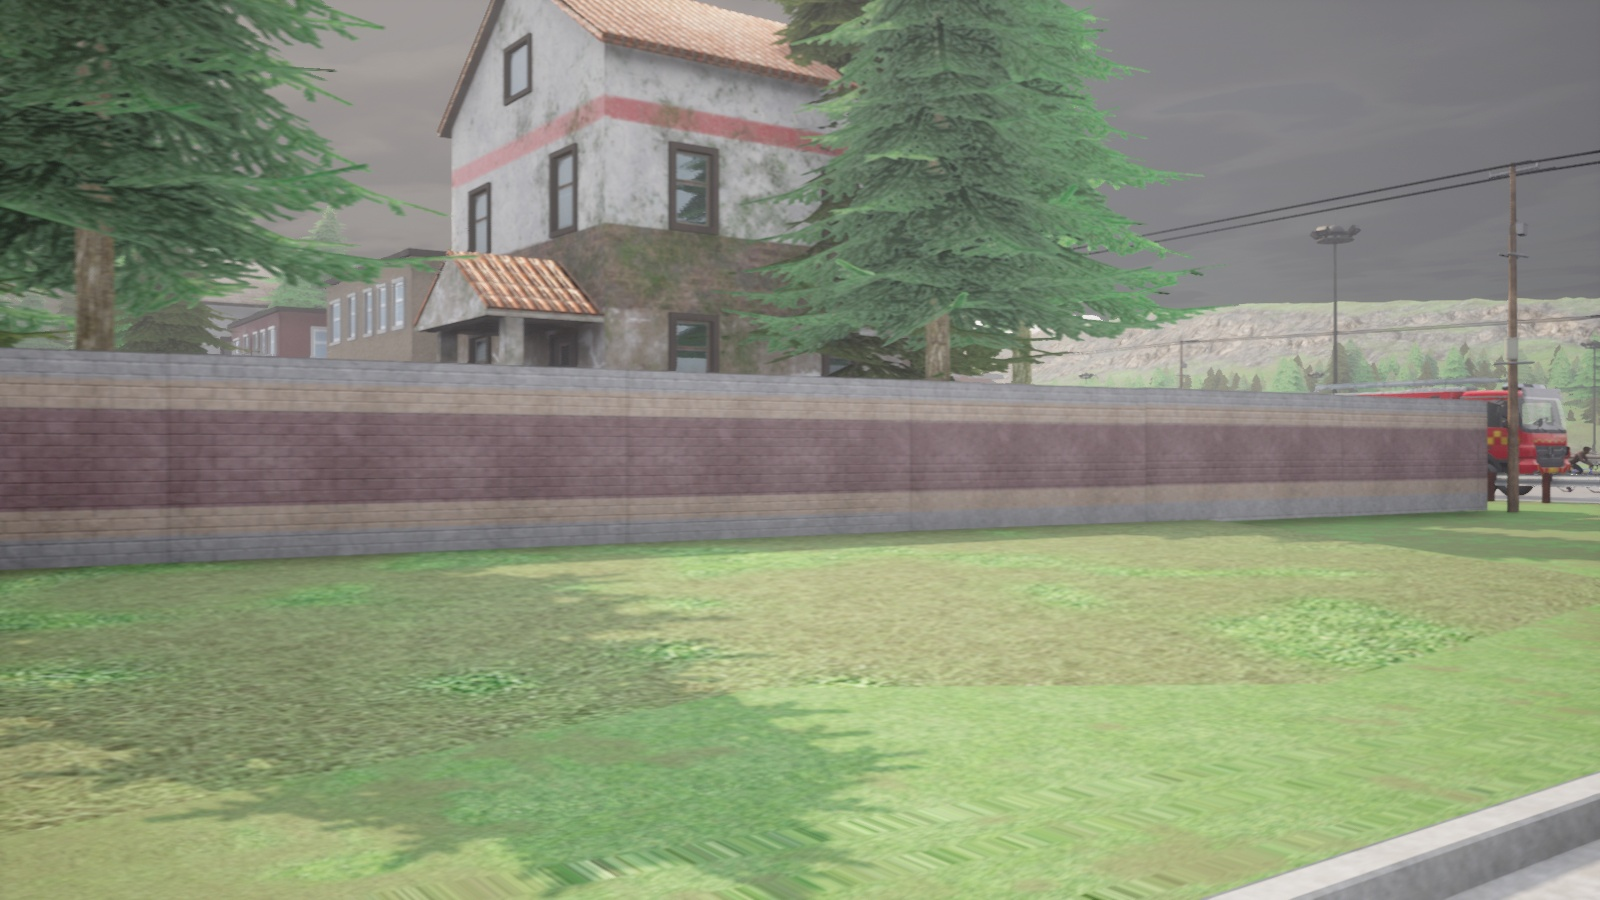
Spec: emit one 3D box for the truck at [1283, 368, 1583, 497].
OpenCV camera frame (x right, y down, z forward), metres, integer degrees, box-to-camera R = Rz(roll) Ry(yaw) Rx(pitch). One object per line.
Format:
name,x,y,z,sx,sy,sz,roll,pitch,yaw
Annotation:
truck,20.670,-0.502,41.622,2.891,3.827,8.468,0,0,-36
